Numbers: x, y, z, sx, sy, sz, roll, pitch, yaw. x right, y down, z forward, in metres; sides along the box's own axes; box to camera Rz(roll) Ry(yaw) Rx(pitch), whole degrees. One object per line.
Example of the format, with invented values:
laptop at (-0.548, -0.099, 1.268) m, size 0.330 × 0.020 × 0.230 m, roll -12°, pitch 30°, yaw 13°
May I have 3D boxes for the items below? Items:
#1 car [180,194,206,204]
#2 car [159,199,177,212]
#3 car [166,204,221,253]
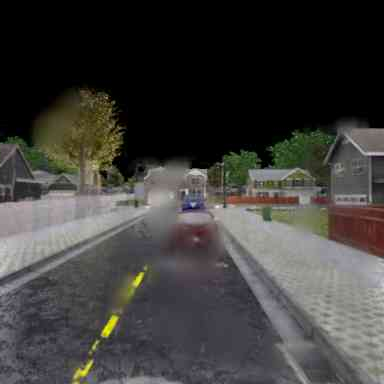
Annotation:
car at (0.103, 1.229, 31.151) m, size 2.150 × 2.045 × 5.566 m, roll 0°, pitch 0°, yaw 0°
car at (-2.751, 1.558, 39.068) m, size 1.837 × 1.490 × 4.892 m, roll 0°, pitch 0°, yaw 0°
car at (0.101, 1.482, 13.832) m, size 1.882 × 1.535 × 5.008 m, roll 0°, pitch 0°, yaw 0°
